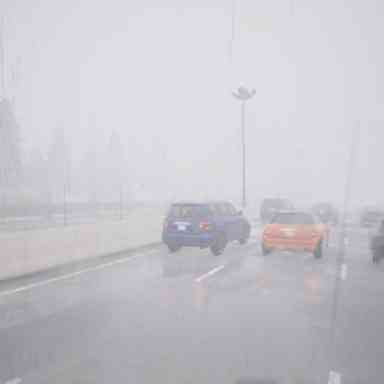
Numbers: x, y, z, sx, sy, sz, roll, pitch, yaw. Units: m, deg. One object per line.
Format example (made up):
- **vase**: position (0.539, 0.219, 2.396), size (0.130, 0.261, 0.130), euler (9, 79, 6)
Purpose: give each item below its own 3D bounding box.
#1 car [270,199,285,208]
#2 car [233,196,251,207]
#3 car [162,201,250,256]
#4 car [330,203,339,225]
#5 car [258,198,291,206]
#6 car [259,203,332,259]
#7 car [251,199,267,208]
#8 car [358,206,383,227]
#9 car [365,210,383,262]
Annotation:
- **car**: position (16.414, 2.178, 63.523), size (1.837, 1.490, 4.892), euler (0, 0, 26)
- **car**: position (10.016, 1.935, 66.357), size (2.150, 2.045, 5.566), euler (0, 0, 26)
- **car**: position (0.797, 1.382, 14.305), size (2.150, 2.045, 5.566), euler (0, 0, 26)
- **car**: position (10.779, 1.637, 27.133), size (2.097, 1.767, 4.553), euler (0, -1, 26)
- **car**: position (7.239, 1.523, 27.862), size (2.150, 2.045, 5.566), euler (0, 0, 26)
- **car**: position (4.341, 1.496, 13.585), size (2.097, 1.767, 4.553), euler (0, -1, 26)
- **car**: position (13.221, 2.173, 64.953), size (1.882, 1.535, 5.008), euler (0, -1, 26)
- **car**: position (14.145, 1.796, 26.050), size (1.812, 1.442, 4.674), euler (0, 0, 26)
- **car**: position (7.538, 1.633, 12.157), size (1.837, 1.490, 4.892), euler (0, 0, 26)
